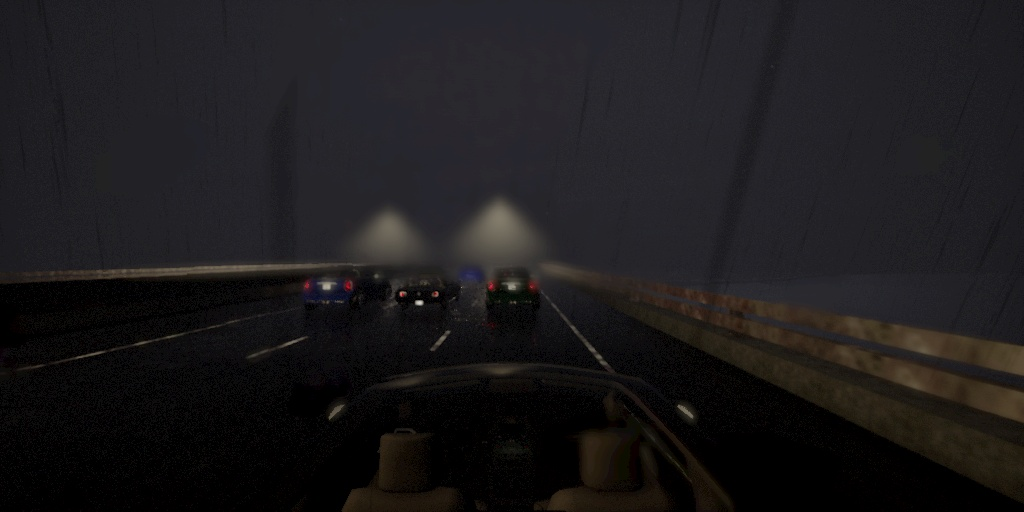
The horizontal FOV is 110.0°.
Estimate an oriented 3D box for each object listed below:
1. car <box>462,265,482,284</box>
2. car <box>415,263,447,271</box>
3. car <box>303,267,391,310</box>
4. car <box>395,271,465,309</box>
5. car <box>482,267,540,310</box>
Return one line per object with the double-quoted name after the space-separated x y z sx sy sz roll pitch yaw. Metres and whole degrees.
-3.247 1.533 30.955 1.882 1.535 5.008 0 0 1 "car"
-6.747 1.534 31.000 1.882 1.535 5.008 0 0 1 "car"
-6.942 1.239 15.661 2.097 1.767 4.553 0 -1 0 "car"
-3.444 1.490 15.666 1.895 1.301 4.718 0 -1 1 "car"
0.057 1.238 15.609 2.097 1.767 4.553 0 -1 1 "car"
